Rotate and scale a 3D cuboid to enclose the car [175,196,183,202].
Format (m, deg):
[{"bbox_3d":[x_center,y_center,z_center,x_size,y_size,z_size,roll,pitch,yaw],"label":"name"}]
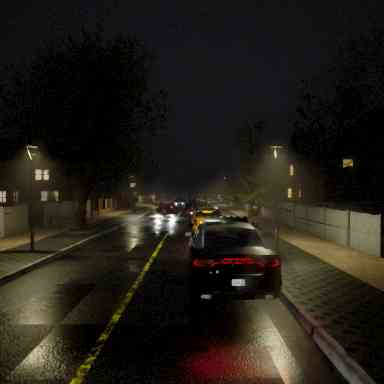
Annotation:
[{"bbox_3d":[-2.578,1.543,69.738,1.994,1.385,4.181,0,0,0],"label":"car"}]

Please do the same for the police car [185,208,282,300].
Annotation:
[{"bbox_3d":[0.844,1.427,8.578,1.930,1.638,5.238,0,0,0],"label":"police car"}]

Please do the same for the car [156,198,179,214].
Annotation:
[{"bbox_3d":[-2.763,1.603,35.608,1.895,1.301,4.718,0,0,0],"label":"car"}]

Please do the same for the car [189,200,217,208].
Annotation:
[{"bbox_3d":[0.869,1.458,18.660,1.801,1.575,5.366,0,0,0],"label":"car"}]

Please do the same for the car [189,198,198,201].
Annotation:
[{"bbox_3d":[0.884,1.459,24.661,1.801,1.575,5.366,0,0,0],"label":"car"}]

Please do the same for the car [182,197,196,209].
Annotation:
[{"bbox_3d":[0.130,1.489,45.101,2.128,1.511,4.902,0,0,1],"label":"car"}]

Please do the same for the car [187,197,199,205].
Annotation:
[{"bbox_3d":[0.143,1.535,58.457,2.033,1.411,5.357,0,0,0],"label":"car"}]
